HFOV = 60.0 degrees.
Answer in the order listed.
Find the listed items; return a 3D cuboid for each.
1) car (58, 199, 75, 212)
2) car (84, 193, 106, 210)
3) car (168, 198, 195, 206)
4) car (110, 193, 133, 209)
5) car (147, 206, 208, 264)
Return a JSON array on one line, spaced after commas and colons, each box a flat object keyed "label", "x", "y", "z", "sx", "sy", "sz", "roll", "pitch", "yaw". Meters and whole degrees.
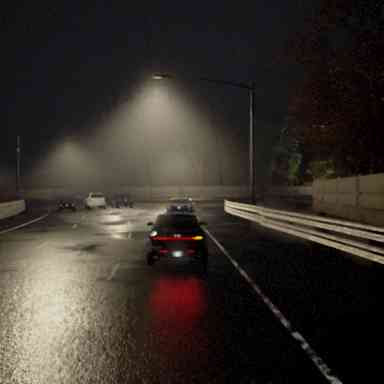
[{"label": "car", "x": -14.588, "y": 1.497, "z": 38.700, "sx": 2.033, "sy": 1.411, "sz": 5.357, "roll": 0, "pitch": 0, "yaw": -22}, {"label": "car", "x": -12.499, "y": 1.151, "z": 42.643, "sx": 2.150, "sy": 2.045, "sz": 5.566, "roll": 0, "pitch": 0, "yaw": -24}, {"label": "car", "x": -0.868, "y": 1.273, "z": 28.297, "sx": 2.097, "sy": 1.767, "sz": 4.553, "roll": 0, "pitch": 0, "yaw": 4}, {"label": "car", "x": -9.407, "y": 1.133, "z": 44.292, "sx": 2.150, "sy": 2.045, "sz": 5.566, "roll": 0, "pitch": 0, "yaw": -24}, {"label": "car", "x": -0.528, "y": 1.473, "z": 11.706, "sx": 1.837, "sy": 1.490, "sz": 4.892, "roll": 0, "pitch": 0, "yaw": -3}]
